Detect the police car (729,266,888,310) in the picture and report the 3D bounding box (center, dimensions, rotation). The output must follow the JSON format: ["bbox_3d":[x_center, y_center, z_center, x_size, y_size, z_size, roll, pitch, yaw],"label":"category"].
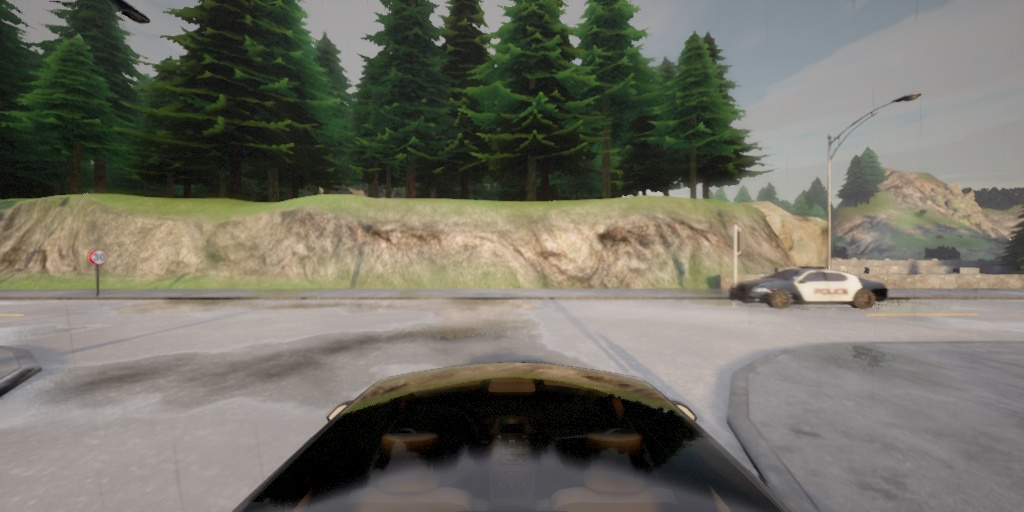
[{"bbox_3d":[11.190,1.198,13.852,4.974,1.542,2.038,0,0,0],"label":"police car"}]
